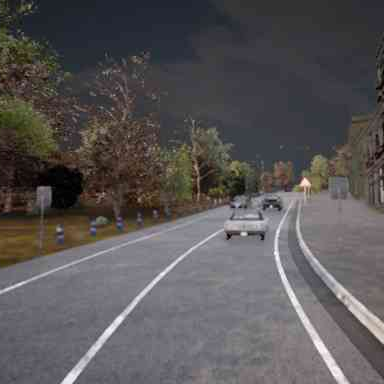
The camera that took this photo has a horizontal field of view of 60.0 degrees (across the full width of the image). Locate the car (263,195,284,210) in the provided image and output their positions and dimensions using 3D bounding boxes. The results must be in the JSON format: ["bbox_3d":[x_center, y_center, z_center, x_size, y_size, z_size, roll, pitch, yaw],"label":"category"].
[{"bbox_3d":[8.535,1.091,34.993,1.837,1.490,4.892,-1,1,18],"label":"car"}]

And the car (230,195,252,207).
[{"bbox_3d":[5.398,1.139,36.474,2.128,1.511,4.902,-1,1,19],"label":"car"}]

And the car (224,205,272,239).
[{"bbox_3d":[2.952,1.601,17.348,1.895,1.301,4.718,-1,0,15],"label":"car"}]
